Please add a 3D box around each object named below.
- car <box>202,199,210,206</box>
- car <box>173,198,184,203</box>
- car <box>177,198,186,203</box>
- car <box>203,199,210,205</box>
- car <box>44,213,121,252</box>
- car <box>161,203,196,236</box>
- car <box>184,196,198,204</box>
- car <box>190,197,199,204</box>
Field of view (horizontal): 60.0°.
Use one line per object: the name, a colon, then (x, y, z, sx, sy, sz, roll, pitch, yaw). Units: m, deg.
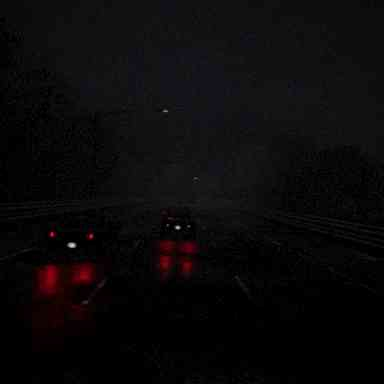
car: (3.518, 2.648, 82.974, 2.128, 1.511, 4.902, 3, -1, 3)
car: (-3.490, 2.291, 82.812, 1.994, 1.385, 4.181, 3, -1, 3)
car: (-2.894, 2.379, 92.828, 1.994, 1.385, 4.181, 3, -1, 4)
car: (4.137, 2.752, 93.207, 1.837, 1.490, 4.892, 3, -1, 4)
car: (-4.112, 1.518, 13.439, 1.895, 1.301, 4.718, 3, -1, -2)
car: (-0.789, 1.660, 19.836, 2.128, 1.511, 4.902, 3, -1, -1)
car: (0.004, 2.147, 82.337, 2.150, 2.045, 5.566, 3, -1, 3)
car: (0.629, 2.394, 92.991, 2.097, 1.767, 4.553, 3, -1, 4)
